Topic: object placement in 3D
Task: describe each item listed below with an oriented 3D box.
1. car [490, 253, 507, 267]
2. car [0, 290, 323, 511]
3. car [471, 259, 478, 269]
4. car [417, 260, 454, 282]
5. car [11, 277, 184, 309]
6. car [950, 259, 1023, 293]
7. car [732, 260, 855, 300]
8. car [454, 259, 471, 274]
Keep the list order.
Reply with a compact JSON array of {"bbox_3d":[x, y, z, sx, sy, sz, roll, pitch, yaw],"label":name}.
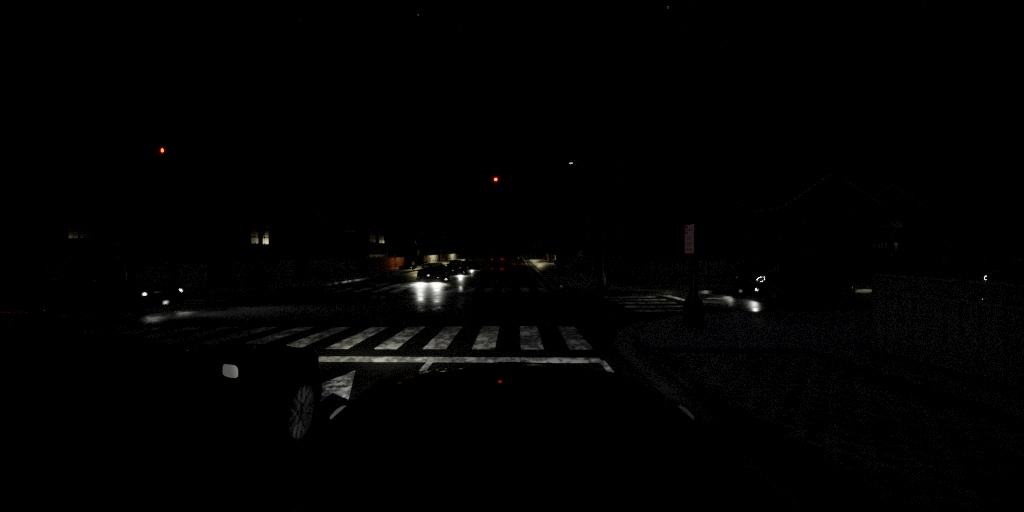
[{"bbox_3d":[-2.218,0.603,57.038,2.150,2.045,5.566,0,1,1],"label":"car"},{"bbox_3d":[-3.153,1.228,2.180,1.882,1.535,5.008,0,0,1],"label":"car"},{"bbox_3d":[-5.780,1.062,49.407,2.033,1.411,5.357,0,1,2],"label":"car"},{"bbox_3d":[-6.144,1.252,28.471,1.994,1.385,4.181,0,0,1],"label":"car"},{"bbox_3d":[-15.404,1.466,13.606,4.718,1.301,1.895,0,0,-1],"label":"car"},{"bbox_3d":[22.716,0.915,16.446,4.553,1.767,2.097,0,0,0],"label":"car"},{"bbox_3d":[12.642,0.995,16.342,4.553,1.767,2.097,0,0,-1],"label":"car"},{"bbox_3d":[-5.975,1.167,38.764,1.812,1.442,4.674,0,0,1],"label":"car"}]
